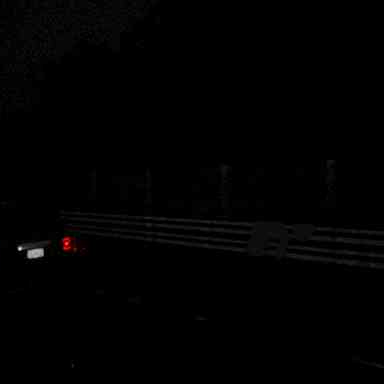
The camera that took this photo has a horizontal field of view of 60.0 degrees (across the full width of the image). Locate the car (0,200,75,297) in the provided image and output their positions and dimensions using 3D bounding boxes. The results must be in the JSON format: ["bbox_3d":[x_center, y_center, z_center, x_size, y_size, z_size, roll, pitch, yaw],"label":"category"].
[{"bbox_3d":[-5.014,1.205,7.615,5.566,2.045,2.150,0,0,36],"label":"car"}]
